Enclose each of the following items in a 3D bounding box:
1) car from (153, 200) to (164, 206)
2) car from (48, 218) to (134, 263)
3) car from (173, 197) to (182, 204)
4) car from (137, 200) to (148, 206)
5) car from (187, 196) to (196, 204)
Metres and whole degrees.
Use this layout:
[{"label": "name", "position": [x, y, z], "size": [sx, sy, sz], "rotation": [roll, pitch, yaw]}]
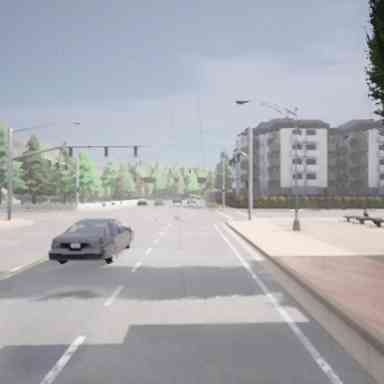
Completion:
[{"label": "car", "position": [-7.036, 2.303, 70.668], "size": [2.033, 1.411, 5.357], "rotation": [0, -1, 0]}, {"label": "car", "position": [-3.499, 1.684, 12.497], "size": [2.033, 1.411, 5.357], "rotation": [0, -1, 0]}, {"label": "car", "position": [-3.541, 2.075, 81.531], "size": [2.097, 1.767, 4.553], "rotation": [0, -1, 0]}, {"label": "car", "position": [-10.535, 2.357, 70.628], "size": [1.895, 1.301, 4.718], "rotation": [0, -1, 0]}, {"label": "car", "position": [-0.041, 1.944, 81.608], "size": [2.150, 2.045, 5.566], "rotation": [0, -1, 0]}]
